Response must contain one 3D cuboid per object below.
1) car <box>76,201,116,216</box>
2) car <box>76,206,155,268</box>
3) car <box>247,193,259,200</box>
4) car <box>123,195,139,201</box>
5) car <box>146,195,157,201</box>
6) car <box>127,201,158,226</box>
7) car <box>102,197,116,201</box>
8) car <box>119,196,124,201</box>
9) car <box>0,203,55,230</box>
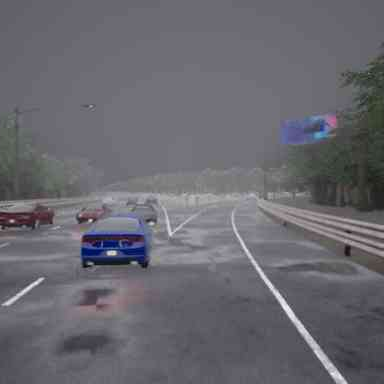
[{"bbox_3d":[-6.901,1.573,24.176,1.895,1.301,4.718,0,0,-5],"label":"car"},{"bbox_3d":[-2.341,1.462,11.266,1.882,1.535,5.008,0,0,-5],"label":"car"},{"bbox_3d":[15.275,1.214,85.311,1.812,1.442,4.674,0,0,24],"label":"car"},{"bbox_3d":[-10.439,1.588,58.311,2.033,1.411,5.357,0,0,-8],"label":"car"},{"bbox_3d":[-7.402,1.401,60.810,2.097,1.767,4.553,0,0,-7],"label":"car"},{"bbox_3d":[-3.417,1.542,23.389,1.994,1.385,4.181,0,0,-5],"label":"car"},{"bbox_3d":[-13.519,1.552,54.118,1.812,1.442,4.674,0,0,-7],"label":"car"},{"bbox_3d":[-18.990,1.724,91.253,2.128,1.511,4.902,0,0,-9],"label":"car"},{"bbox_3d":[-10.112,1.449,20.783,1.882,1.535,5.008,0,0,-5],"label":"car"}]
